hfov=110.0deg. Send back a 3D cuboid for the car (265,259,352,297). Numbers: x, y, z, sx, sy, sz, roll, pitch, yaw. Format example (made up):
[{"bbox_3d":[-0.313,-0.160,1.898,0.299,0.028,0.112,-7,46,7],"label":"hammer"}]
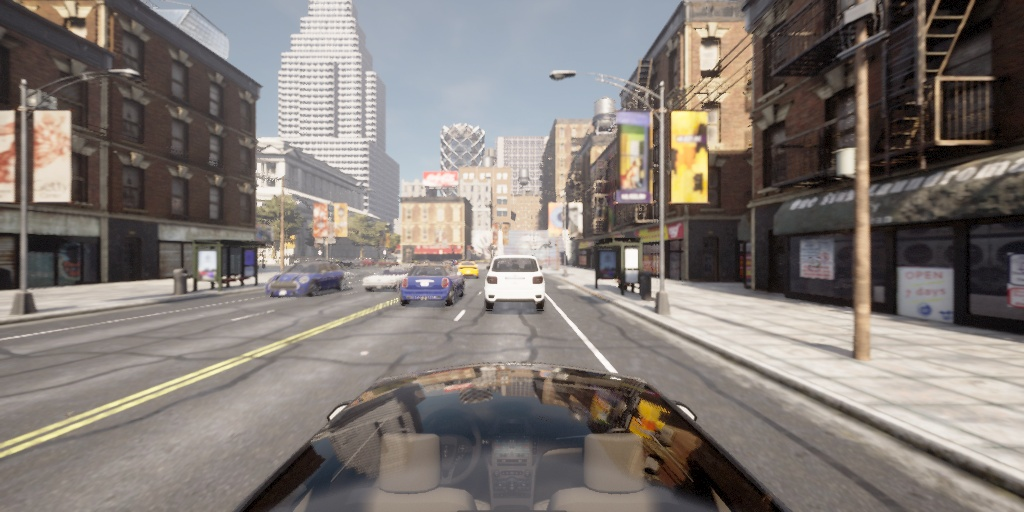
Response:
[{"bbox_3d":[-10.638,1.119,18.848,2.097,1.767,4.553,0,0,0],"label":"car"}]

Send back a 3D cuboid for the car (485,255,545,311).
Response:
[{"bbox_3d":[0.103,0.984,14.746,2.150,2.045,5.566,0,0,0],"label":"car"}]

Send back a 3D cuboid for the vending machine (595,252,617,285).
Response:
[{"bbox_3d":[7.381,0.971,28.316,1.100,2.100,0.880,0,0,-1],"label":"vending machine"}]

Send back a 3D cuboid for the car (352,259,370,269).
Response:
[{"bbox_3d":[-25.962,1.298,58.205,4.902,1.511,2.128,0,0,31],"label":"car"}]

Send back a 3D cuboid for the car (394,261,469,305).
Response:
[{"bbox_3d":[-3.396,1.116,16.108,2.097,1.767,4.553,0,0,0],"label":"car"}]

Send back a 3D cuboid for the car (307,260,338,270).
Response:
[{"bbox_3d":[-29.767,1.317,56.271,4.892,1.490,1.837,0,-1,28],"label":"car"}]

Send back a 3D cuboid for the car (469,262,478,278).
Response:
[{"bbox_3d":[-4.301,1.259,34.141,1.882,1.535,5.008,0,0,-10],"label":"car"}]

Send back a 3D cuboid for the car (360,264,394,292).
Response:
[{"bbox_3d":[-7.118,1.370,21.365,1.895,1.301,4.718,0,0,0],"label":"car"}]
